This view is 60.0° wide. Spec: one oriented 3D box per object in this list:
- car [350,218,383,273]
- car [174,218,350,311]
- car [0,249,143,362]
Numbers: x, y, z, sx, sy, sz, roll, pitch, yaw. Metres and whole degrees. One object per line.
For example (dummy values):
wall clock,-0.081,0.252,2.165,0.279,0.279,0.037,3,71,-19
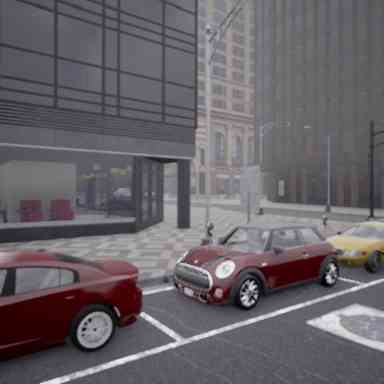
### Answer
car,5.867,1.566,10.816,4.829,1.417,1.752,0,0,-35
car,1.559,1.461,7.752,4.097,1.590,1.967,0,0,-35
car,-2.888,1.545,4.588,4.507,1.381,1.887,0,0,-35
